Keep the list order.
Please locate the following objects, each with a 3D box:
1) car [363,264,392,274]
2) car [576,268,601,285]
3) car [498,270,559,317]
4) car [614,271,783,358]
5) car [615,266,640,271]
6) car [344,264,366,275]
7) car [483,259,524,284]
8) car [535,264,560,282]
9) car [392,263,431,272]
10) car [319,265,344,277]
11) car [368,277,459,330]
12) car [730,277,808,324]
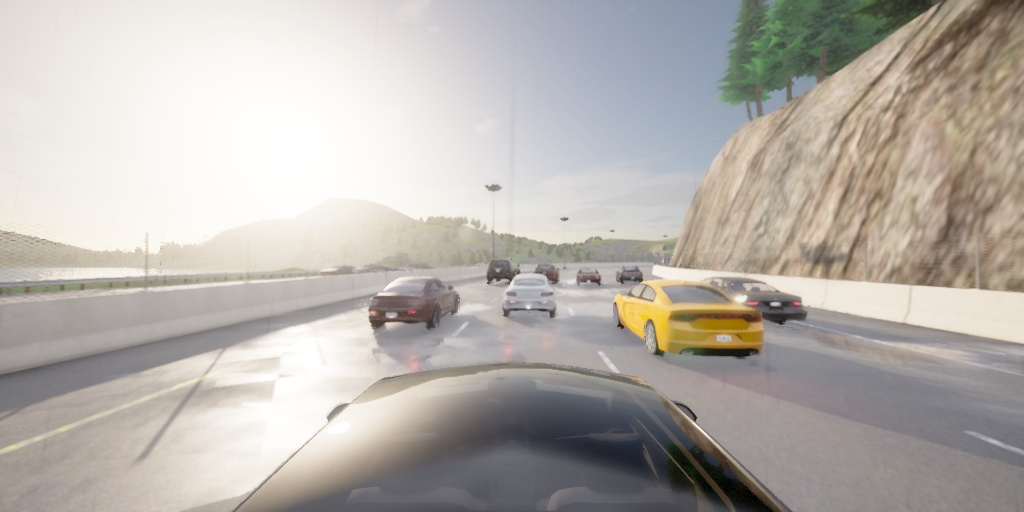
[{"bbox_3d":[-13.525,1.753,38.772,1.895,1.301,4.718,0,-1,12],"label":"car"},{"bbox_3d":[6.276,1.684,29.694,1.895,1.301,4.718,0,-1,10],"label":"car"},{"bbox_3d":[0.714,1.416,13.814,1.812,1.442,4.674,0,-1,5],"label":"car"},{"bbox_3d":[3.873,1.316,8.797,1.882,1.535,5.008,0,0,3],"label":"car"},{"bbox_3d":[10.100,1.597,31.026,2.128,1.511,4.902,0,-1,11],"label":"car"},{"bbox_3d":[-16.506,1.670,41.442,2.128,1.511,4.902,0,-1,13],"label":"car"},{"bbox_3d":[-0.635,1.305,30.826,2.150,2.045,5.566,0,-1,10],"label":"car"},{"bbox_3d":[3.029,1.447,31.225,2.097,1.767,4.553,0,-1,10],"label":"car"},{"bbox_3d":[-10.185,1.496,37.548,2.097,1.767,4.553,0,-1,12],"label":"car"},{"bbox_3d":[-20.001,1.726,42.005,2.033,1.411,5.357,0,-1,13],"label":"car"},{"bbox_3d":[-2.975,1.384,11.550,1.812,1.442,4.674,0,-1,3],"label":"car"},{"bbox_3d":[7.599,1.436,12.571,2.033,1.411,5.357,0,-1,4],"label":"car"}]
